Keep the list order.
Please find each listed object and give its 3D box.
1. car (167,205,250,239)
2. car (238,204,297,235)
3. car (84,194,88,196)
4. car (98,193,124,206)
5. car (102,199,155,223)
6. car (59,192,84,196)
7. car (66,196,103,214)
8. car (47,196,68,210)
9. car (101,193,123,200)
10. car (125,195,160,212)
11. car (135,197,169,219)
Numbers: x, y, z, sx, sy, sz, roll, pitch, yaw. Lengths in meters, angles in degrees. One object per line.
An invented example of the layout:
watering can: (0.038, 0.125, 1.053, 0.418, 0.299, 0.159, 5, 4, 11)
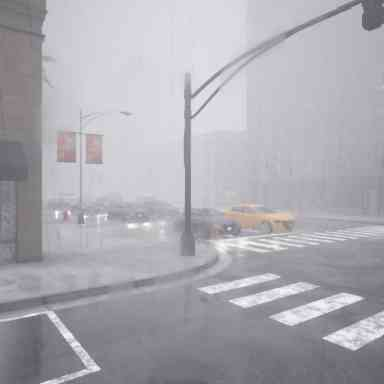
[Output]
car: (0.721, 1.547, 17.426, 1.994, 1.385, 4.181, 0, 0, -32)
car: (3.652, 1.457, 19.193, 1.882, 1.535, 5.008, 0, 0, -36)
car: (-21.521, 1.243, 65.484, 2.097, 1.767, 4.553, 0, 0, -32)
car: (-13.149, 1.134, 53.968, 2.150, 2.045, 5.566, 0, 0, -36)
car: (-4.943, 1.532, 25.554, 1.994, 1.385, 4.181, 0, 0, -37)
car: (-18.697, 1.056, 50.379, 2.150, 2.045, 5.566, 0, 0, -36)
car: (-11.079, 1.478, 34.102, 1.812, 1.442, 4.674, 0, 0, -36)
car: (-17.064, 1.538, 42.452, 1.895, 1.301, 4.718, 0, 0, -35)
car: (-9.693, 1.297, 37.733, 2.097, 1.767, 4.553, 0, 0, -36)
car: (-5.693, 1.295, 38.067, 2.097, 1.767, 4.553, 0, 0, -36)
car: (-2.957, 1.469, 28.373, 1.837, 1.490, 4.892, 0, 0, -36)
